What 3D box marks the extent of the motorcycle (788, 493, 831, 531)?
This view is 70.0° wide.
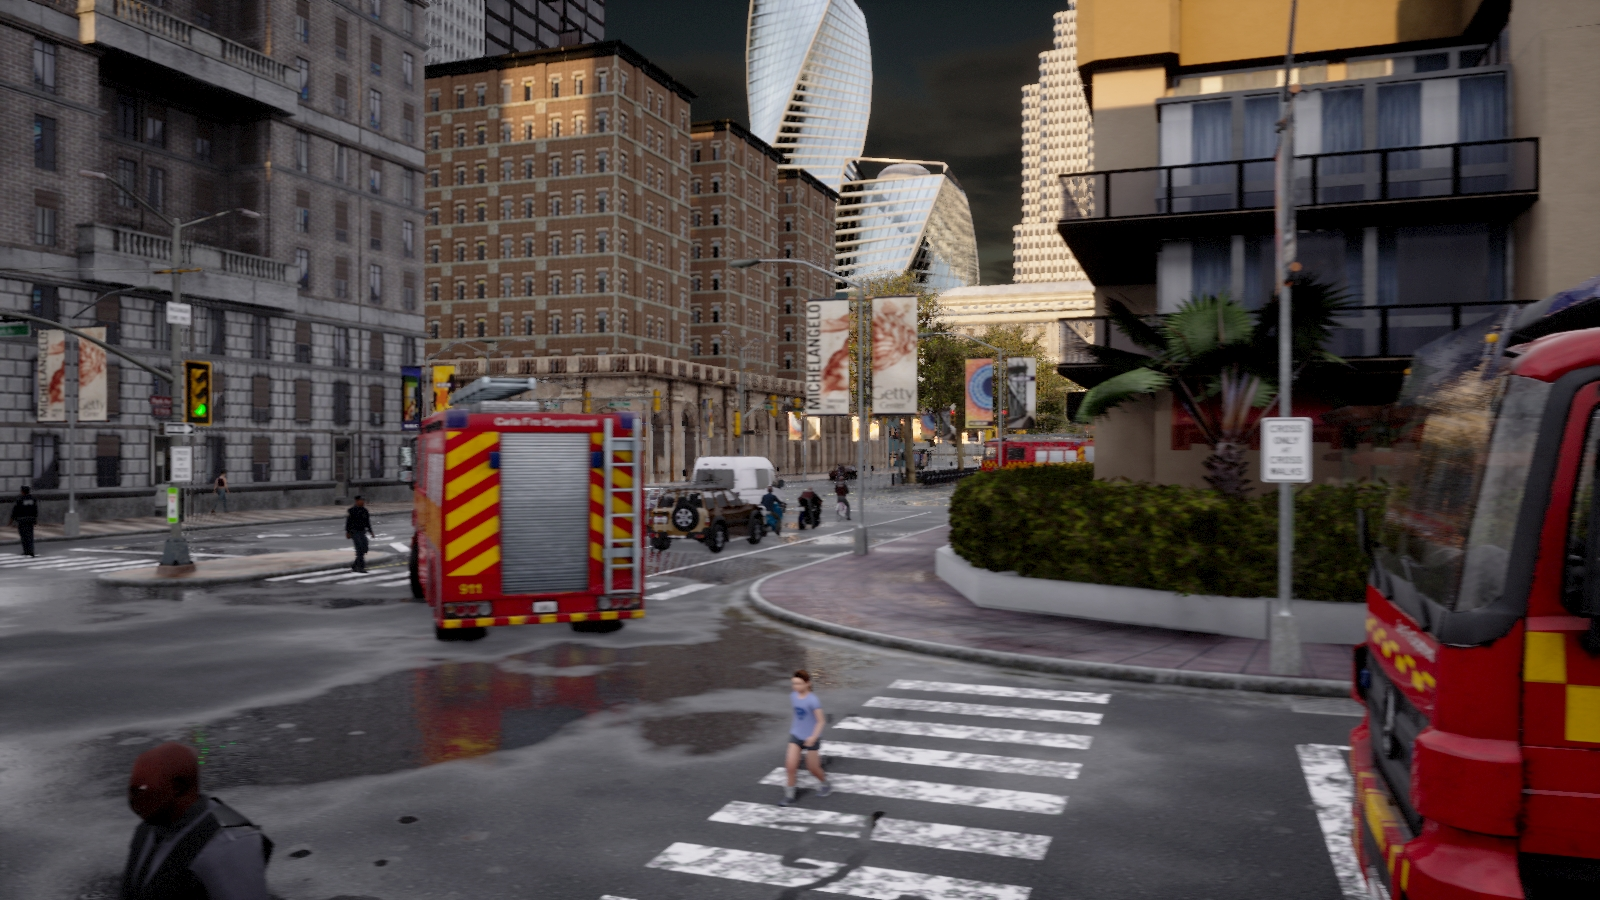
[{"bbox_3d":[0.353,2.205,41.152,0.867,1.251,2.209,0,0,20],"label":"motorcycle"}]

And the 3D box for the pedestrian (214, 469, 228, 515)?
[{"bbox_3d":[-23.676,1.695,46.720,0.375,1.860,0.375,0,0,19],"label":"pedestrian"}]

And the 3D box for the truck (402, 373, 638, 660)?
[{"bbox_3d":[-5.186,0.890,19.700,2.891,3.827,8.468,0,0,-21],"label":"truck"}]

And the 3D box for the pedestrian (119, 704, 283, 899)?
[{"bbox_3d":[-2.027,1.849,3.869,0.375,1.860,0.375,0,0,40],"label":"pedestrian"}]

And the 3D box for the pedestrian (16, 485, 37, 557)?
[{"bbox_3d":[-20.181,1.848,29.816,0.375,1.860,0.375,0,0,40],"label":"pedestrian"}]

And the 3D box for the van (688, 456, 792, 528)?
[{"bbox_3d":[-2.200,1.534,44.110,1.988,2.561,5.915,0,0,18],"label":"van"}]

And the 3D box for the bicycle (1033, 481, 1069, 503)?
[{"bbox_3d":[13.283,2.210,60.501,1.835,1.171,0.329,0,0,19],"label":"bicycle"}]

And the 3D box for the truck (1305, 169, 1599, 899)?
[{"bbox_3d":[6.643,0.890,4.336,8.468,3.827,2.891,0,0,20],"label":"truck"}]

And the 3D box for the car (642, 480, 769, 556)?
[{"bbox_3d":[-2.610,1.863,32.687,1.932,1.855,4.605,0,0,19],"label":"car"}]

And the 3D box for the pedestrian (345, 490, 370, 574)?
[{"bbox_3d":[-9.989,1.848,25.791,0.375,1.860,0.375,0,0,35],"label":"pedestrian"}]

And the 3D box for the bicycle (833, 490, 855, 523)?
[{"bbox_3d":[1.725,2.210,44.943,0.329,1.171,1.835,0,0,19],"label":"bicycle"}]

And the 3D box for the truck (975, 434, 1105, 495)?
[{"bbox_3d":[15.623,0.890,75.053,2.891,3.827,8.468,0,0,-37],"label":"truck"}]

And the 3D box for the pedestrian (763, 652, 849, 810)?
[{"bbox_3d":[0.050,2.229,9.155,0.500,1.100,0.500,0,0,35],"label":"pedestrian"}]
